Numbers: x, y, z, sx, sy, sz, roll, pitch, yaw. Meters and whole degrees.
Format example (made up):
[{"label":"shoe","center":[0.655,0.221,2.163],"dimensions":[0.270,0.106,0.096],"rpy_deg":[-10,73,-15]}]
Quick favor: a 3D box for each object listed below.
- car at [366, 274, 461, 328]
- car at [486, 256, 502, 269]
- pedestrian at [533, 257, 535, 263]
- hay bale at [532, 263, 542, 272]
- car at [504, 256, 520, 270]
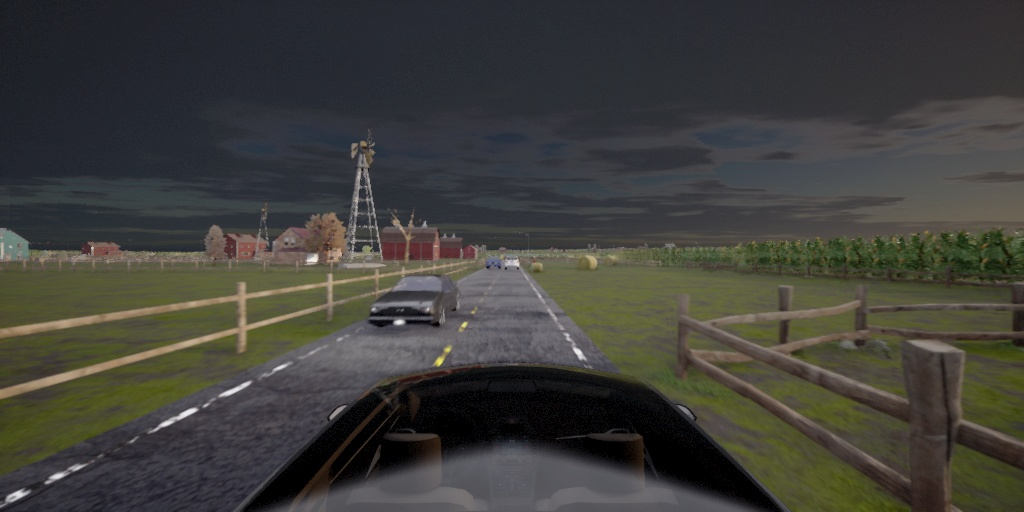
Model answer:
[{"label":"car","center":[-2.848,1.295,11.725],"dimensions":[2.033,1.411,5.357],"rpy_deg":[0,0,0]},{"label":"car","center":[-2.800,0.986,55.432],"dimensions":[2.150,2.045,5.566],"rpy_deg":[0,0,1]},{"label":"pedestrian","center":[2.822,1.058,45.990],"dimensions":[0.375,1.860,0.375],"rpy_deg":[-1,1,4]},{"label":"hay bale","center":[3.122,1.413,44.888],"dimensions":[1.220,1.180,1.240],"rpy_deg":[0,0,0]},{"label":"car","center":[-0.001,0.988,53.511],"dimensions":[2.150,2.045,5.566],"rpy_deg":[0,0,0]}]
